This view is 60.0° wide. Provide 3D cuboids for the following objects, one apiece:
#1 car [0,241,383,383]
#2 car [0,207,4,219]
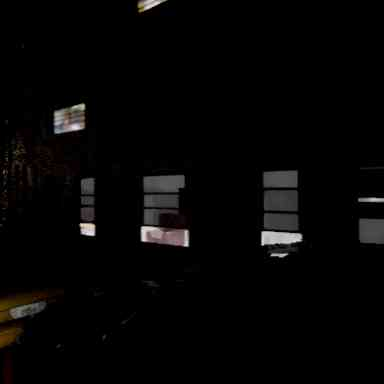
[{"bbox_3d":[0.719,1.316,2.363,5.009,1.841,2.192,0,0,35],"label":"car"},{"bbox_3d":[-19.789,1.856,31.659,1.752,1.417,4.829,-1,-2,35],"label":"car"}]
